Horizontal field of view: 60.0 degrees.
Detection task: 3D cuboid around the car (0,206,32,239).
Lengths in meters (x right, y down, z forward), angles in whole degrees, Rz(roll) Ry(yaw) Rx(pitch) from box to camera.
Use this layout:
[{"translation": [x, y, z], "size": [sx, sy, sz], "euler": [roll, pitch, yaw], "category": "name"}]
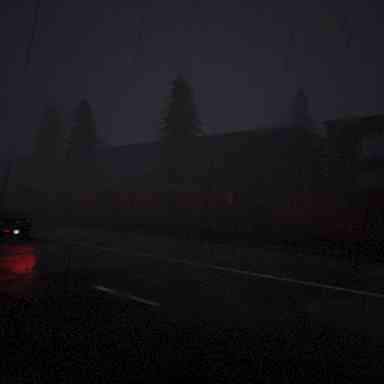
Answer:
[{"translation": [-9.446, 1.444, 15.764], "size": [4.892, 1.490, 1.837], "euler": [0, 0, 38], "category": "car"}]
